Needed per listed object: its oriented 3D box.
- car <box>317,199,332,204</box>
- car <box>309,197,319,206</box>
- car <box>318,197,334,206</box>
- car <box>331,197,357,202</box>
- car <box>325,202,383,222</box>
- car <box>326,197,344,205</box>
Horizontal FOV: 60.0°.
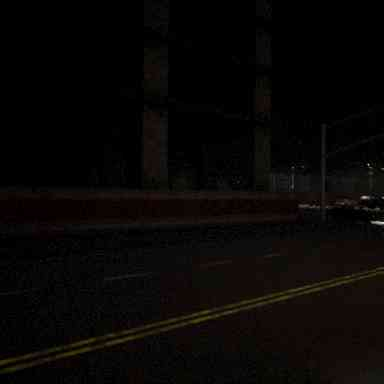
[{"bbox_3d":[33.936,2.424,85.192,3.905,1.438,1.784,1,-1,-35],"label":"car"},{"bbox_3d":[26.475,2.005,69.561,4.605,1.855,1.932,1,-1,-35],"label":"car"},{"bbox_3d":[28.064,2.216,67.398,3.905,1.438,1.784,1,-1,-35],"label":"car"},{"bbox_3d":[29.736,2.248,65.034,3.806,1.475,1.970,1,-1,-35],"label":"car"},{"bbox_3d":[14.686,1.912,30.642,1.994,1.385,4.181,1,0,-36],"label":"car"},{"bbox_3d":[35.560,2.213,82.793,4.605,1.855,1.932,1,-1,-35],"label":"car"}]
